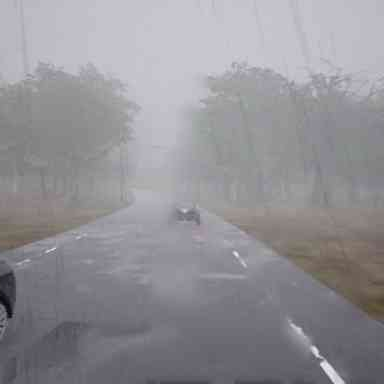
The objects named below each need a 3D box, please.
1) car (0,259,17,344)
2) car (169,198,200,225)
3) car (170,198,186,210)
[{"bbox_3d":[-3.641,1.493,3.256,2.128,1.511,4.902,0,0,-1],"label":"car"},{"bbox_3d":[-0.572,1.305,24.063,2.097,1.767,4.553,0,0,-3],"label":"car"},{"bbox_3d":[-1.870,1.472,42.935,1.895,1.301,4.718,0,0,-5],"label":"car"}]
